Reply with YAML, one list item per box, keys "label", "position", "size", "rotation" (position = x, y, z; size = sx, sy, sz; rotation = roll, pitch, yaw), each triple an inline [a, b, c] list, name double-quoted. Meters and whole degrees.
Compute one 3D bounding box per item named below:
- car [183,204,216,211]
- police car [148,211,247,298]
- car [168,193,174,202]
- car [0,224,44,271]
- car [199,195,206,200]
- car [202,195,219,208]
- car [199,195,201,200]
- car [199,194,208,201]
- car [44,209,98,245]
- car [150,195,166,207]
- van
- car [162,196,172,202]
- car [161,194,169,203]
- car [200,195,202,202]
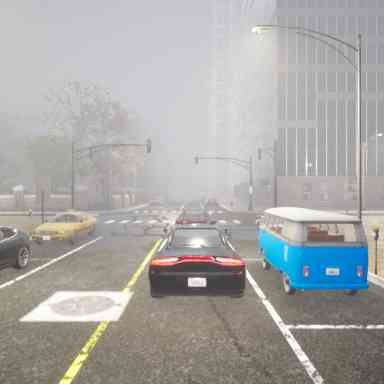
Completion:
- label: "car"
  position: [0.123, 1.555, 17.573]
  size: [1.994, 1.385, 4.181]
  rotation: [0, 0, 0]
- label: "police car"
  position: [0.108, 1.501, 8.611]
  size: [2.038, 1.542, 4.974]
  rotation: [0, 0, 0]
- label: "car"
  position: [-5.595, 1.277, 69.289]
  size: [2.192, 1.841, 5.009]
  rotation: [0, 0, 0]
- label: "car"
  position: [-5.759, 1.562, 8.435]
  size: [1.947, 1.339, 4.313]
  rotation: [0, 0, 0]
- label: "car"
  position: [2.817, 1.452, 92.172]
  size: [1.752, 1.417, 4.829]
  rotation: [0, 0, 0]
- label: "car"
  position: [2.755, 1.416, 46.550]
  size: [1.967, 1.590, 4.097]
  rotation: [0, 0, 0]
- label: "car"
  position: [2.793, 1.521, 74.955]
  size: [1.947, 1.339, 4.313]
  rotation: [0, 0, 0]
- label: "car"
  position: [2.801, 1.388, 80.637]
  size: [1.967, 1.590, 4.097]
  rotation: [0, 0, 0]
- label: "car"
  position: [-5.797, 1.518, 15.669]
  size: [1.752, 1.417, 4.829]
  rotation: [0, 0, 0]
- label: "car"
  position: [-5.619, 1.517, 52.240]
  size: [1.887, 1.381, 4.507]
  rotation: [0, 0, 0]
- label: "van"
  position: [2.785, 1.337, 8.425]
  size: [1.690, 1.788, 3.998]
  rotation: [0, 0, 0]
- label: "car"
  position: [-5.588, 1.537, 74.971]
  size: [1.802, 1.307, 4.206]
  rotation: [0, 0, 0]
- label: "car"
  position: [-5.612, 1.520, 57.923]
  size: [2.008, 1.369, 4.403]
  rotation: [0, 0, 0]
- label: "car"
  position: [2.762, 1.538, 52.231]
  size: [1.947, 1.339, 4.313]
  rotation: [0, 0, 0]
